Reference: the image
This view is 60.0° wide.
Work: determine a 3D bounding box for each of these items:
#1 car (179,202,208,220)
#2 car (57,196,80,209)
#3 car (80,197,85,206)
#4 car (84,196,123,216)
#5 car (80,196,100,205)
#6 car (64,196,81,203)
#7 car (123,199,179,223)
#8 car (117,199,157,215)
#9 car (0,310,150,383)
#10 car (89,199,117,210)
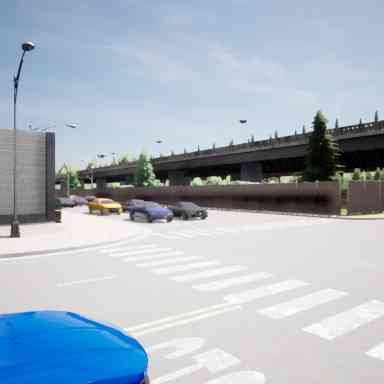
[{"bbox_3d":[-0.531,1.508,27.316,1.994,1.385,4.181,0,0,-36],"label":"car"},{"bbox_3d":[-17.310,1.492,44.802,2.033,1.411,5.357,0,0,-35],"label":"car"},{"bbox_3d":[-17.429,1.470,51.082,1.812,1.442,4.674,0,0,-35],"label":"car"},{"bbox_3d":[-8.560,1.422,32.527,1.882,1.535,5.008,0,0,-36],"label":"car"},{"bbox_3d":[-17.814,1.422,57.839,1.882,1.535,5.008,0,0,-36],"label":"car"},{"bbox_3d":[-23.742,1.469,65.957,1.812,1.442,4.674,0,0,-36],"label":"car"},{"bbox_3d":[-3.193,1.470,25.025,1.812,1.442,4.674,0,0,-36],"label":"car"},{"bbox_3d":[-5.897,1.492,34.832,2.033,1.411,5.357,0,0,-35],"label":"car"},{"bbox_3d":[-2.609,1.478,1.913,5.008,1.535,1.882,0,0,-36],"label":"car"},{"bbox_3d":[-11.468,1.545,42.640,1.895,1.301,4.718,0,0,-35],"label":"car"}]
